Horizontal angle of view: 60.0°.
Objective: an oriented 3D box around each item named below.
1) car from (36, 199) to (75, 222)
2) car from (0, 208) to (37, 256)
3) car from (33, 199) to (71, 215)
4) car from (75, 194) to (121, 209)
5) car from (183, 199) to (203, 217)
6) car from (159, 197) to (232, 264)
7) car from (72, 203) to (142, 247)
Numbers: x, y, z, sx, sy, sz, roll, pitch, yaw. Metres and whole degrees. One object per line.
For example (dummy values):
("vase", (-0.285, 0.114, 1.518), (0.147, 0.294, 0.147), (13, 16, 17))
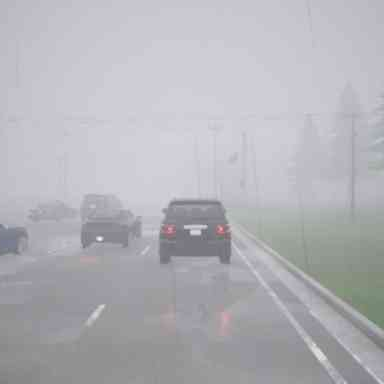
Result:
("car", (-10.408, 1.479, 25.300), (2.033, 1.411, 5.357), (0, 0, 0))
("car", (-6.907, 1.450, 10.111), (1.882, 1.535, 5.008), (0, 0, 0))
("car", (-13.914, 1.435, 33.295), (1.812, 1.442, 4.674), (0, 0, 0))
("car", (-6.909, 1.152, 25.901), (2.150, 2.045, 5.566), (0, 0, 0))
("car", (0.090, 1.439, 31.686), (1.812, 1.442, 4.674), (0, 0, 0))
("car", (0.096, 1.190, 11.801), (2.150, 2.045, 5.566), (0, 0, 0))
("car", (-3.406, 1.464, 14.686), (1.837, 1.490, 4.892), (0, 0, 0))
